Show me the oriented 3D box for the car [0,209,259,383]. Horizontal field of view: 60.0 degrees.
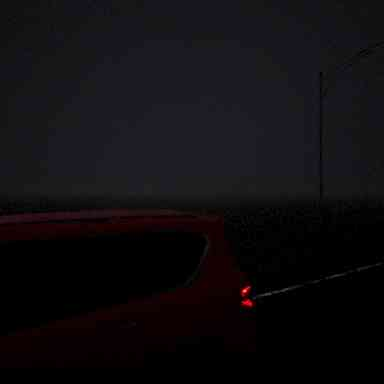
[{"bbox_3d":[-1.928,1.223,2.617,5.566,2.045,2.150,0,0,-35],"label":"car"}]
